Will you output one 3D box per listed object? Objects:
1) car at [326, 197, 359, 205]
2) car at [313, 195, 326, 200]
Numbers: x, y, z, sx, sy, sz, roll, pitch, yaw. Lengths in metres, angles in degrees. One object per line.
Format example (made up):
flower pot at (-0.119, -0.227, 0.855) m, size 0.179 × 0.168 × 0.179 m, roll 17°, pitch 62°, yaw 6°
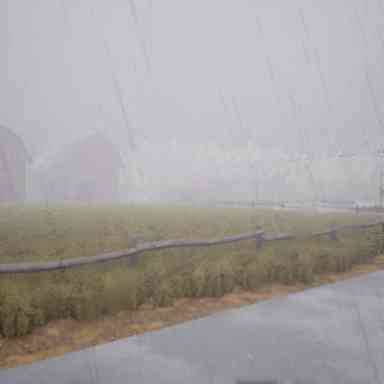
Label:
car at (29.988, 1.778, 66.304) m, size 2.242 × 1.667 × 4.611 m, roll 0°, pitch 0°, yaw -36°
car at (33.504, 1.664, 85.272) m, size 1.932 × 1.855 × 4.605 m, roll 0°, pitch 0°, yaw -36°
